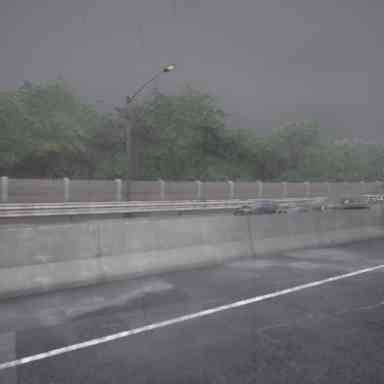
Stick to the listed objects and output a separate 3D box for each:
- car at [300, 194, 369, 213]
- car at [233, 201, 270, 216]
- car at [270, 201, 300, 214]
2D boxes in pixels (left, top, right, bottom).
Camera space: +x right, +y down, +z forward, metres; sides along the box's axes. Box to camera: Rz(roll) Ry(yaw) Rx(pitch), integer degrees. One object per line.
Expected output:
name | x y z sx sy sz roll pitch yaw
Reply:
car | 10.693 1.189 24.217 5.566 2.045 2.150 0 0 -34
car | 6.181 1.510 29.618 5.357 1.411 2.033 0 0 -34
car | 8.741 1.526 27.118 4.181 1.385 1.994 0 0 -34
